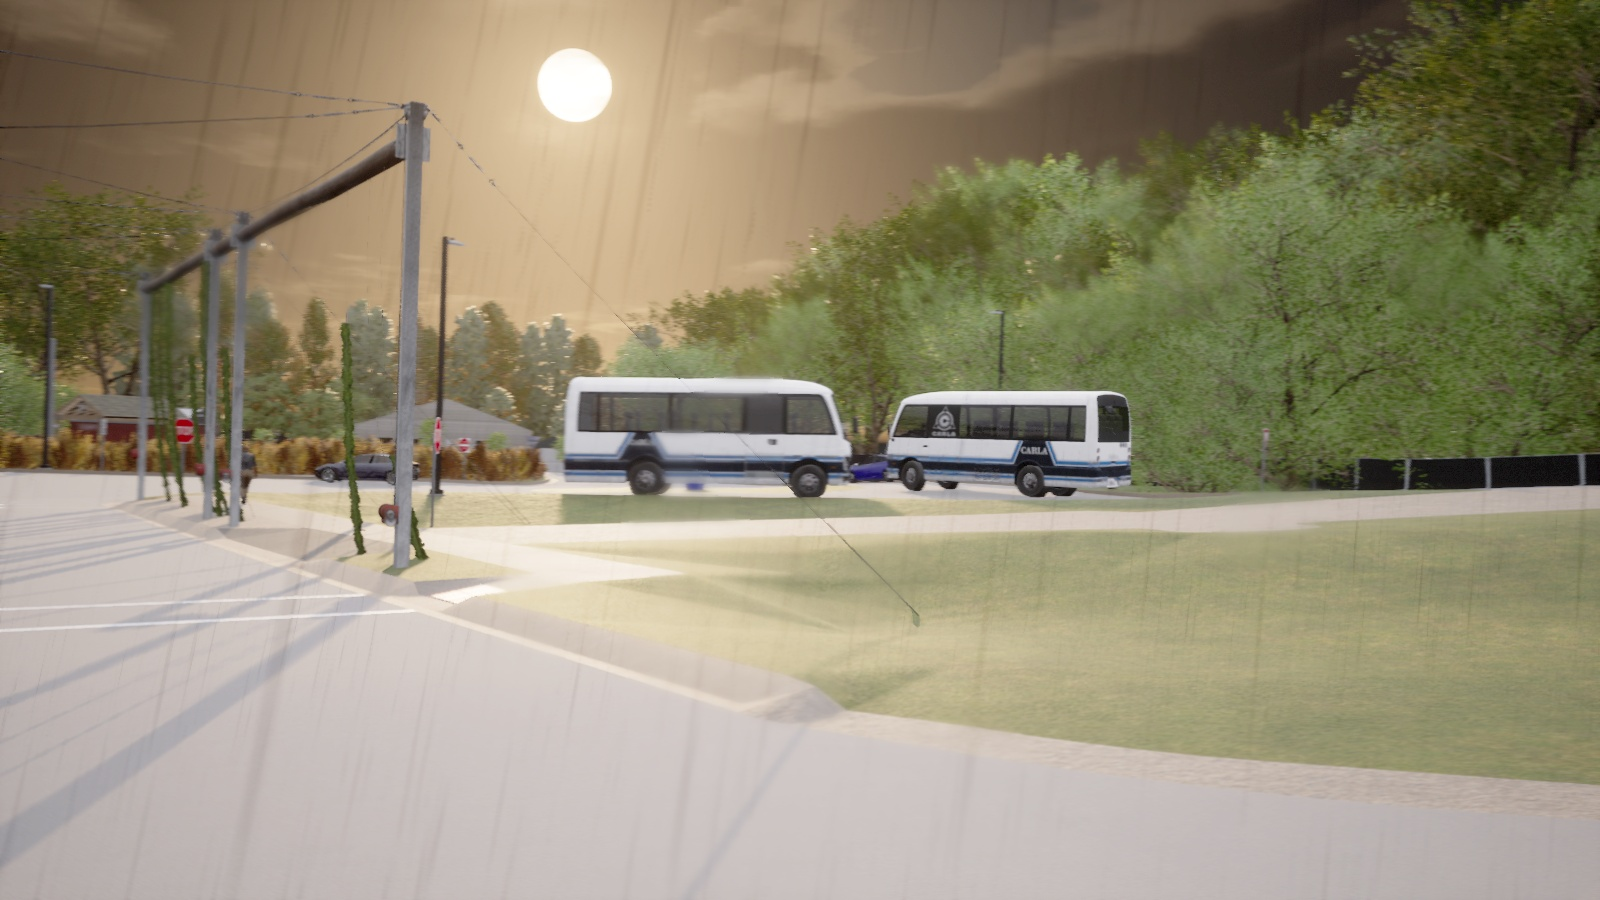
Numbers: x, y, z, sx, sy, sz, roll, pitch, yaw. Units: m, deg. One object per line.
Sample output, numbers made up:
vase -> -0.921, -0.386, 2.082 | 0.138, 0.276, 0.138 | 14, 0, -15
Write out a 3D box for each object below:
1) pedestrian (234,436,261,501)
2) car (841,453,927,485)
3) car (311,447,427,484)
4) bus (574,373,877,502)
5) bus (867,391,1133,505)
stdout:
pedestrian -> -16.123, 0.541, 36.647 | 0.540, 1.848, 0.694 | 2, 1, -34
car -> 4.463, 1.036, 67.592 | 2.007, 1.525, 4.514 | 1, -3, -40
car -> -20.594, 0.723, 60.176 | 4.792, 1.488, 2.163 | 3, 0, -6
bus -> -2.544, -0.425, 44.837 | 10.273, 4.253, 3.944 | 1, 0, 0
bus -> 8.103, -0.236, 52.107 | 10.273, 4.253, 3.944 | 3, 2, 40
